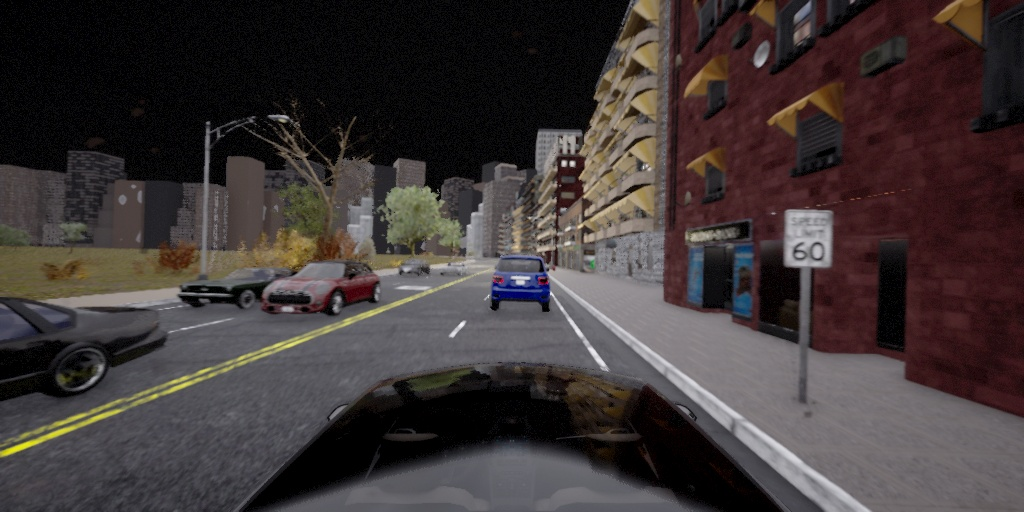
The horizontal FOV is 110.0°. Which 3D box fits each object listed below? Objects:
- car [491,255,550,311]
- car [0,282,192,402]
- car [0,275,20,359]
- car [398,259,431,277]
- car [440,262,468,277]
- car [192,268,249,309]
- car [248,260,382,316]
[{"bbox_3d":[0.381,0.999,14.881,2.150,2.045,5.566,2,0,2],"label":"car"},{"bbox_3d":[-6.606,1.114,3.447,2.033,1.411,5.357,2,0,2],"label":"car"},{"bbox_3d":[-9.849,1.023,3.719,2.033,1.411,5.357,2,0,2],"label":"car"},{"bbox_3d":[-8.792,1.023,32.707,2.128,1.511,4.902,2,0,3],"label":"car"},{"bbox_3d":[-5.486,1.226,34.042,1.895,1.301,4.718,2,0,3],"label":"car"},{"bbox_3d":[-9.534,1.095,13.408,1.895,1.301,4.718,2,0,2],"label":"car"},{"bbox_3d":[-6.306,0.936,12.471,2.097,1.767,4.553,2,0,2],"label":"car"}]
